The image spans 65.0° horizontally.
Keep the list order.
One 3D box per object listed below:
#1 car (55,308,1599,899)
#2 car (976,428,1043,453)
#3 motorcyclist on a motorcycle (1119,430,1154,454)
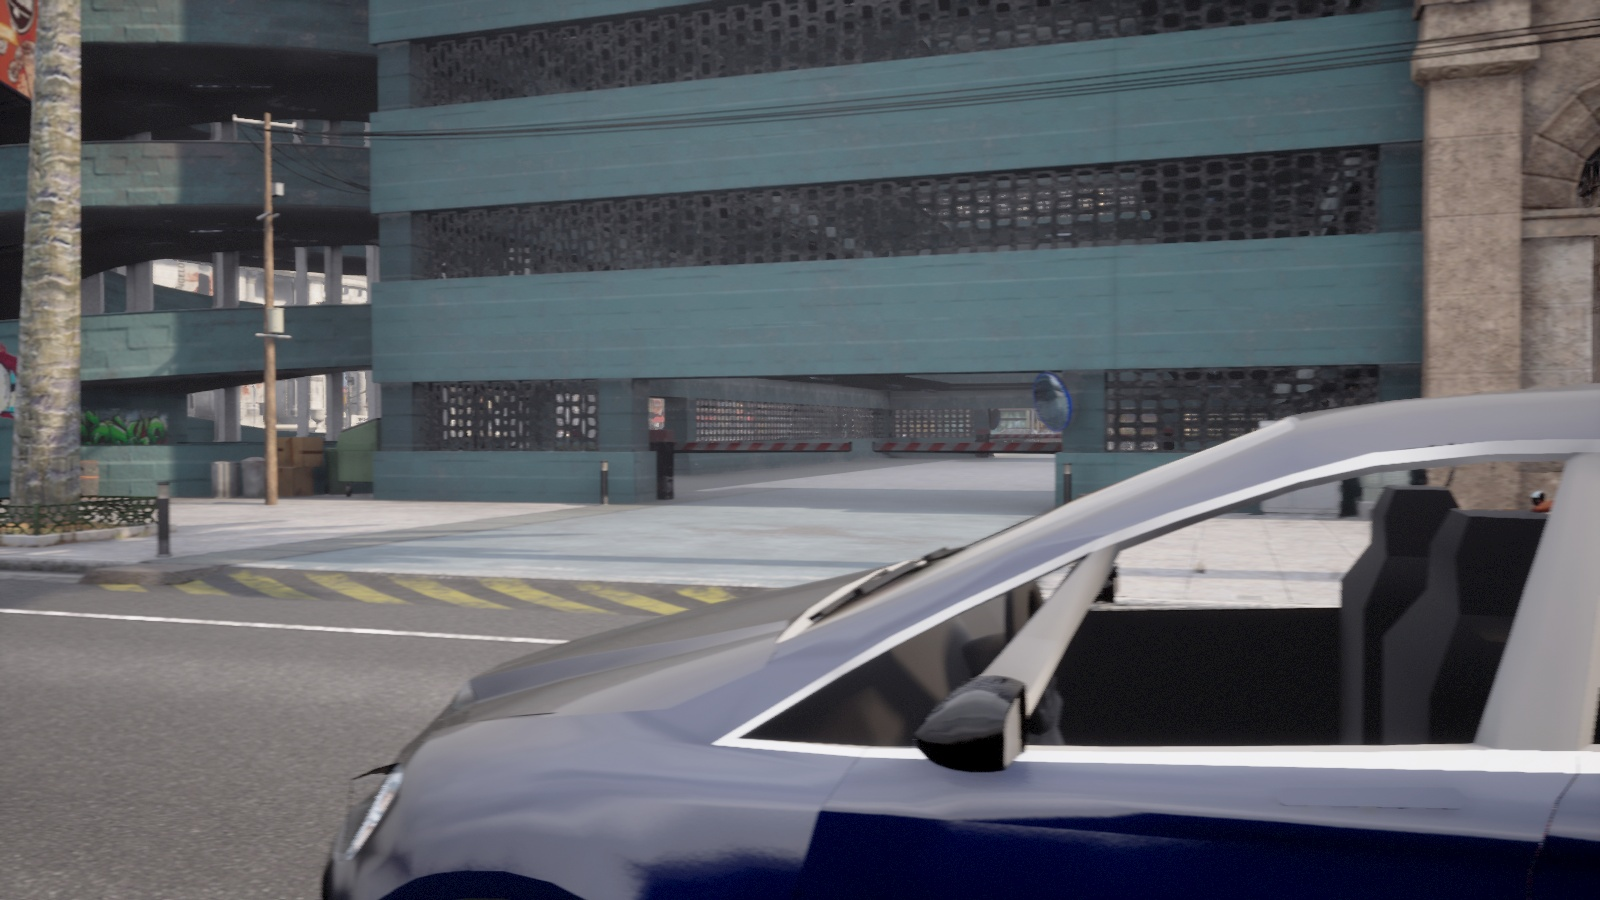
[{"bbox_3d":[1.060,0.629,2.835,4.611,1.667,2.242,1,1,19],"label":"car"},{"bbox_3d":[15.392,-0.734,92.195,4.553,1.767,2.097,1,1,18],"label":"car"},{"bbox_3d":[23.921,-0.563,89.301,2.350,1.649,0.766,0,1,19],"label":"motorcyclist on a motorcycle"}]
